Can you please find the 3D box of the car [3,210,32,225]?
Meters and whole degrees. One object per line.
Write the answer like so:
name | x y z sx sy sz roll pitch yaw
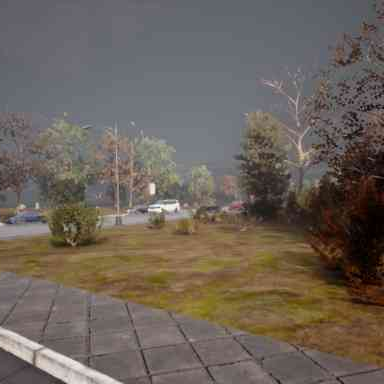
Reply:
car | -16.664 2.564 33.575 1.994 1.385 4.181 -3 -2 33

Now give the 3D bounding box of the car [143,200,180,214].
car | -3.888 2.145 47.227 2.150 2.045 5.566 -3 -2 32

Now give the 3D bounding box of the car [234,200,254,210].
car | 9.732 2.404 61.890 1.882 1.535 5.008 -3 -2 33

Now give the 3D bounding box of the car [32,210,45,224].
car | -12.569 2.074 33.487 2.150 2.045 5.566 -3 -2 33

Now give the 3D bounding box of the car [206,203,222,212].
car | 2.888 2.413 51.074 1.895 1.301 4.718 -3 -2 32

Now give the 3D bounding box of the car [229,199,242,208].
car | 7.593 2.037 52.009 2.097 1.767 4.553 -3 -2 32

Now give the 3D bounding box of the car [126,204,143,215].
car | -7.498 2.564 48.031 2.128 1.511 4.902 -3 -2 32
